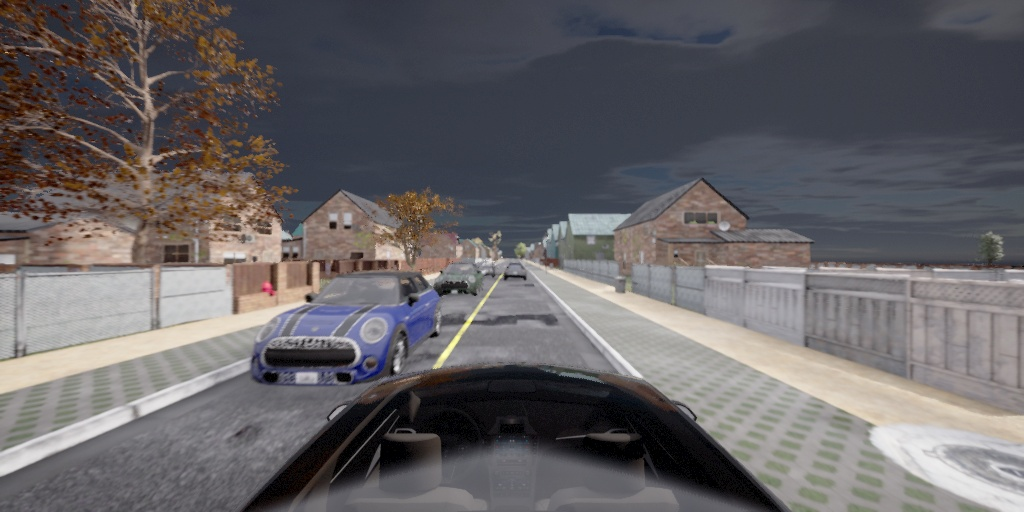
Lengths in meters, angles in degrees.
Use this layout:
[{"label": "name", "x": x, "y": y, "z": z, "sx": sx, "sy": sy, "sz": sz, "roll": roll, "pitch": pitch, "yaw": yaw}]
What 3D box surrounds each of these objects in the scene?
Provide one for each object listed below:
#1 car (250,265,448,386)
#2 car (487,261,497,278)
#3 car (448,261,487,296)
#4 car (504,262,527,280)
[{"label": "car", "x": -2.822, "y": 1.098, "z": 7.208, "sx": 2.097, "sy": 1.767, "sz": 4.553, "roll": 0, "pitch": 0, "yaw": 0}, {"label": "car", "x": -2.493, "y": 1.277, "z": 34.607, "sx": 2.128, "sy": 1.511, "sz": 4.902, "roll": 0, "pitch": 0, "yaw": 1}, {"label": "car", "x": -2.705, "y": 1.114, "z": 19.243, "sx": 2.097, "sy": 1.767, "sz": 4.553, "roll": 0, "pitch": 0, "yaw": 1}, {"label": "car", "x": 0.296, "y": 1.354, "z": 31.672, "sx": 1.994, "sy": 1.385, "sz": 4.181, "roll": 0, "pitch": 0, "yaw": 1}]
